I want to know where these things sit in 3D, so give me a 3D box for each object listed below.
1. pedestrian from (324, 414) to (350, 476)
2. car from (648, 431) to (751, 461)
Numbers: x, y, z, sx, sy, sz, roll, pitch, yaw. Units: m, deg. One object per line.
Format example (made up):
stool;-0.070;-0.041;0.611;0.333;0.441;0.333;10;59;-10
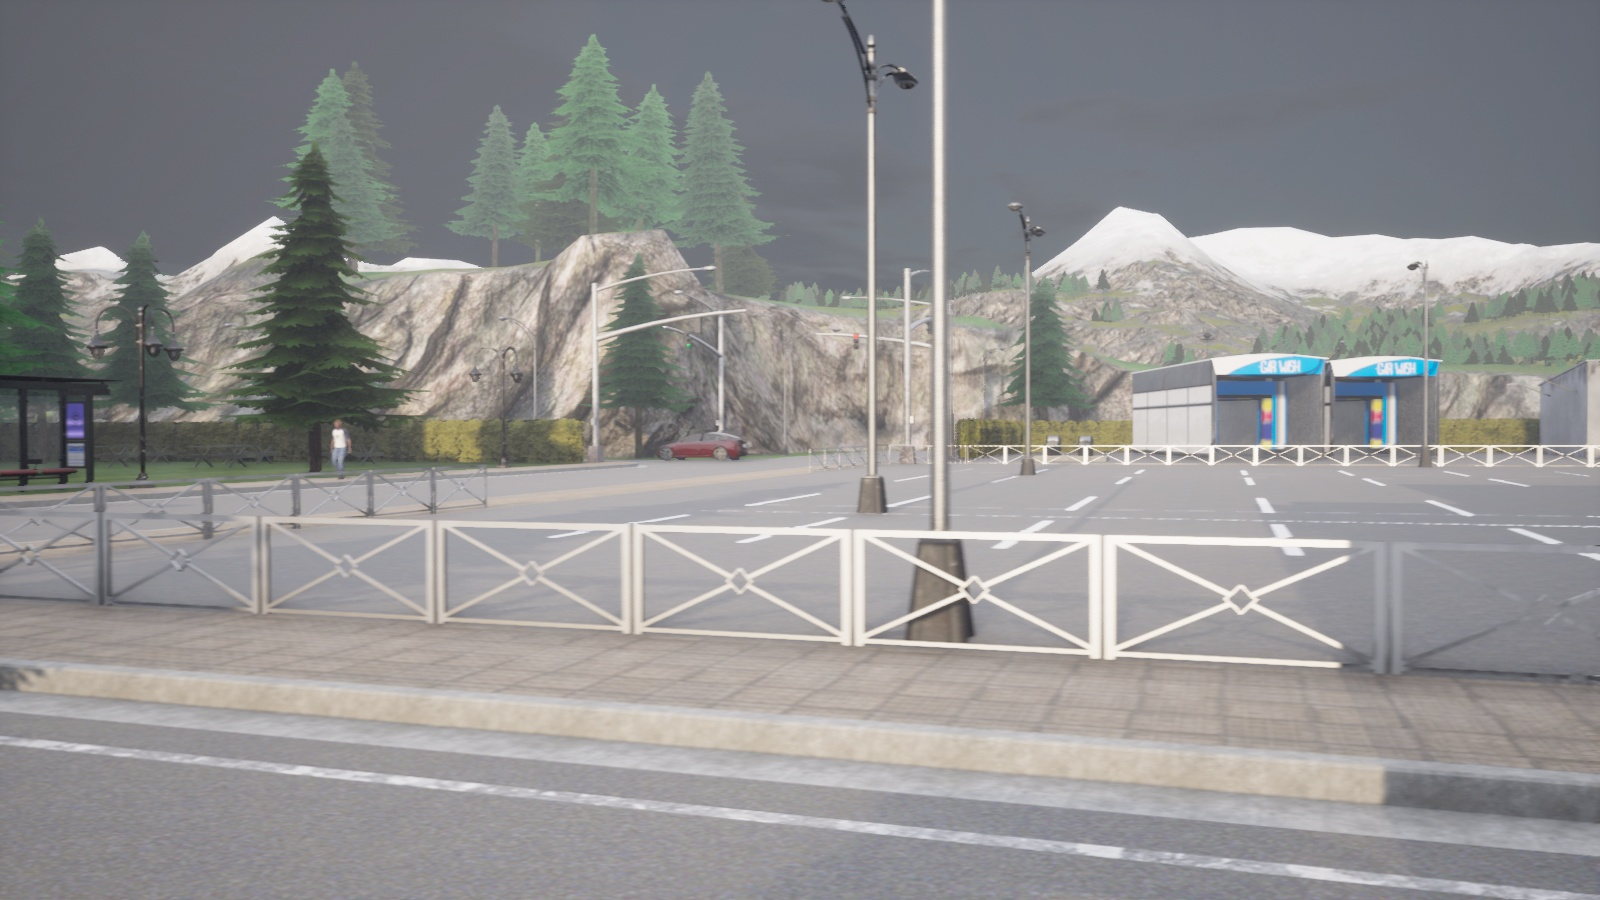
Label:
pedestrian;-13.810;-0.155;37.463;0.354;1.836;0.706;0;1;16
car;-5.150;-0.212;64.581;4.792;1.488;2.163;1;1;19
